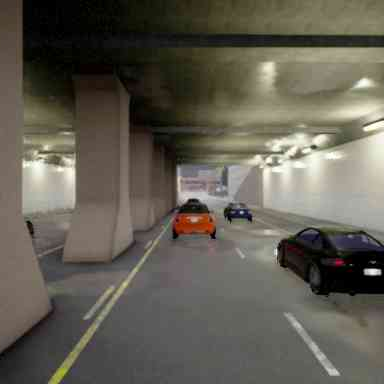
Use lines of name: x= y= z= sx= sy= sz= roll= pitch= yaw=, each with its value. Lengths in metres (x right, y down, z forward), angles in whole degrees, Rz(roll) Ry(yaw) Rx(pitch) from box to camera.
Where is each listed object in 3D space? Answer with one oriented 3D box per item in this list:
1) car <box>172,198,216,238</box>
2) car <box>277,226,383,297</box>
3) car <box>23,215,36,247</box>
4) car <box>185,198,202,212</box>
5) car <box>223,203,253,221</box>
car: x=0.114 y=1.352 z=17.697 sx=2.097 sy=1.767 sz=4.553 roll=0 pitch=0 yaw=0
car: x=3.608 y=1.566 z=8.644 sx=1.994 sy=1.385 sz=4.181 roll=0 pitch=0 yaw=0
car: x=-7.088 y=1.348 z=10.933 sx=2.097 sy=1.767 sz=4.553 roll=0 pitch=0 yaw=0
car: x=0.145 y=1.505 z=39.102 sx=1.837 sy=1.490 sz=4.892 roll=0 pitch=0 yaw=0
car: x=3.630 y=1.549 z=26.809 sx=2.033 sy=1.411 sz=5.357 roll=0 pitch=0 yaw=0
